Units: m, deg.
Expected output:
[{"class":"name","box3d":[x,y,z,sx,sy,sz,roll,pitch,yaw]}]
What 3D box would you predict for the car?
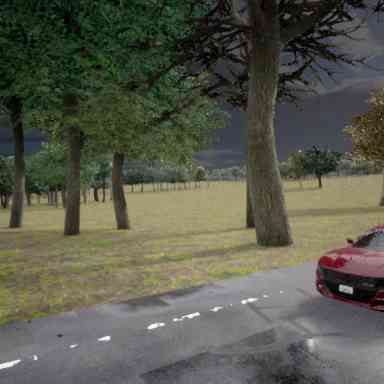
[{"class":"car","box3d":[4.792,1.463,7.408,5.008,1.535,1.882,0,0,-36]}]
